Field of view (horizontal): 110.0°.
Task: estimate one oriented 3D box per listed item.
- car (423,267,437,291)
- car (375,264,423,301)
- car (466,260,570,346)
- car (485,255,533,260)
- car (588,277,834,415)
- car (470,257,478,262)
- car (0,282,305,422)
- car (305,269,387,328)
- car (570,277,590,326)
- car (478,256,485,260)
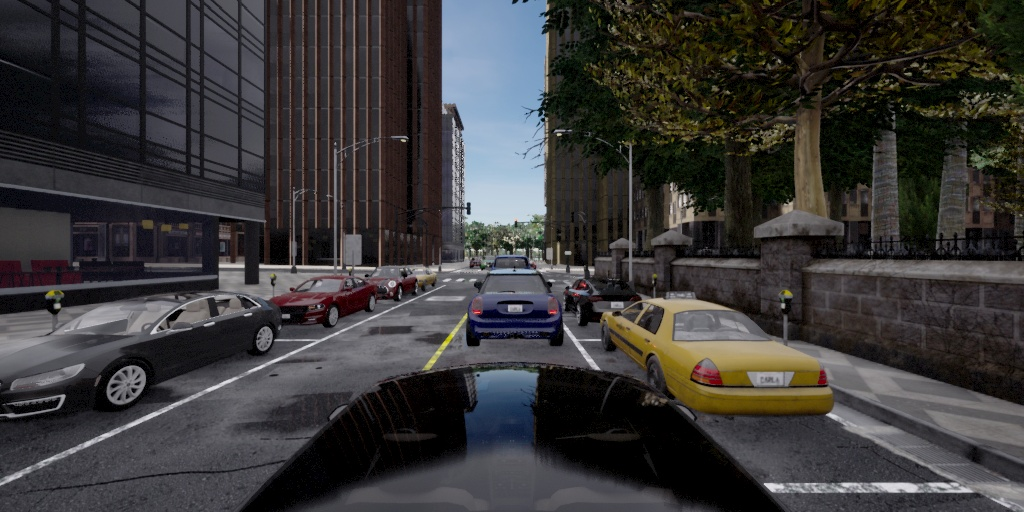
[{"bbox_3d":[-5.806,1.276,22.149,1.751,1.417,4.829,0,0,0],"label":"car"},{"bbox_3d":[-5.795,1.190,16.862,1.967,1.591,4.097,0,0,0],"label":"car"},{"bbox_3d":[0.037,1.102,9.527,2.097,1.767,4.553,0,0,-1],"label":"car"},{"bbox_3d":[-0.031,0.972,18.961,2.150,2.045,5.566,0,0,0],"label":"car"},{"bbox_3d":[2.753,1.275,6.138,1.751,1.417,4.829,0,0,0],"label":"car"},{"bbox_3d":[-5.884,1.077,59.726,2.192,1.841,5.009,0,0,0],"label":"car"},{"bbox_3d":[-5.772,1.300,5.948,2.007,1.370,4.403,0,0,0],"label":"car"},{"bbox_3d":[-5.783,1.295,11.405,1.888,1.381,4.507,0,0,0],"label":"car"},{"bbox_3d":[2.742,1.316,11.425,1.948,1.339,4.313,0,0,0],"label":"car"},{"bbox_3d":[-3.205,0.981,51.202,2.150,2.045,5.566,0,0,-1],"label":"car"}]
